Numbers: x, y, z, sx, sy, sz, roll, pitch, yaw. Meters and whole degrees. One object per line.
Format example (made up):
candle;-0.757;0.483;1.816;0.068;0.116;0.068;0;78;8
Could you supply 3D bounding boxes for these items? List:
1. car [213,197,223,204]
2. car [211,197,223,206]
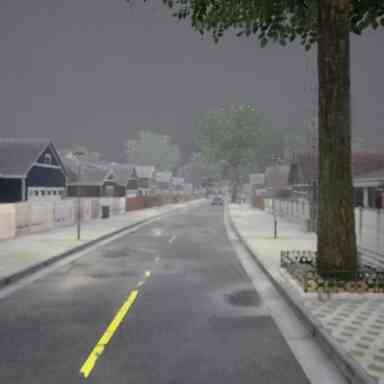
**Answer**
car;5.273;1.706;66.715;1.994;1.385;4.181;0;0;6
car;4.225;1.683;56.699;1.994;1.385;4.181;0;0;6
